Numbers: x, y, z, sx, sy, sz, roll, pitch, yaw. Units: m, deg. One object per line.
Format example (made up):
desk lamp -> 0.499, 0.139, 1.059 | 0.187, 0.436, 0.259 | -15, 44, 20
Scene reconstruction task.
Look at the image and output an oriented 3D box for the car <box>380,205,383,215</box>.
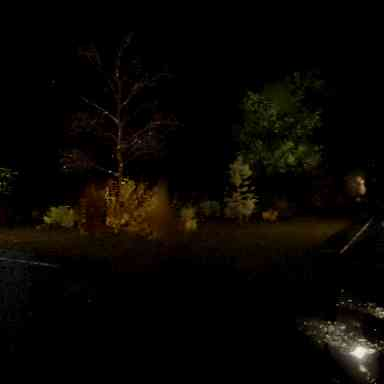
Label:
car -> 25.089, 2.047, 42.074 | 1.837, 1.490, 4.892 | -5, -3, 31
